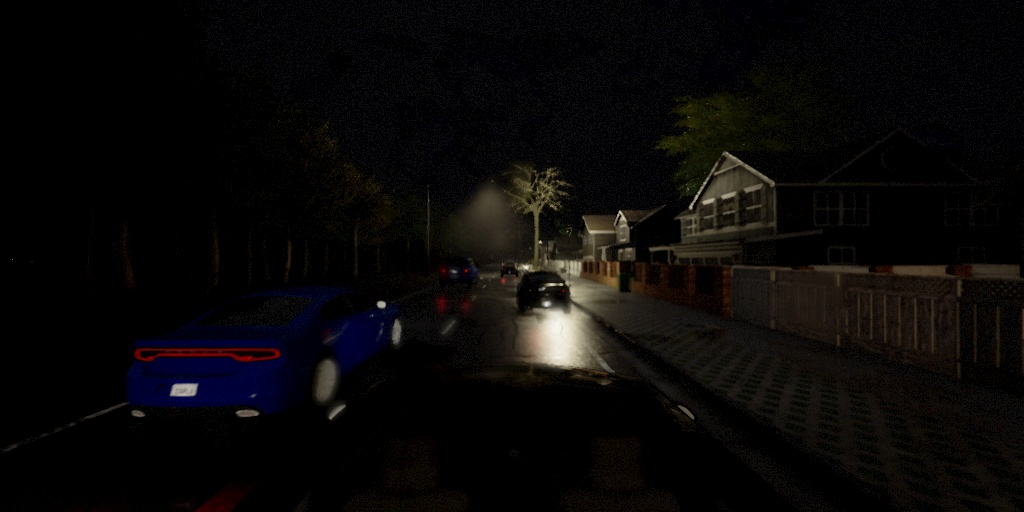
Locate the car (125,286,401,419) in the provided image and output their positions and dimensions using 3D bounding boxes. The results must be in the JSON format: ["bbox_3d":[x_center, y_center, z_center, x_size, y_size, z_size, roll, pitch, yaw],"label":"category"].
[{"bbox_3d":[-3.430,1.253,6.208,1.882,1.535,5.008,0,0,0],"label":"car"}]

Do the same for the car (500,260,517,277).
[{"bbox_3d":[-0.237,1.507,39.375,1.812,1.442,4.674,0,0,0],"label":"car"}]

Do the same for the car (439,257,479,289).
[{"bbox_3d":[-3.582,1.110,24.926,2.150,2.045,5.566,0,0,0],"label":"car"}]

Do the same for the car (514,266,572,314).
[{"bbox_3d":[1.131,1.326,14.063,1.837,1.490,4.892,0,0,0],"label":"car"}]
